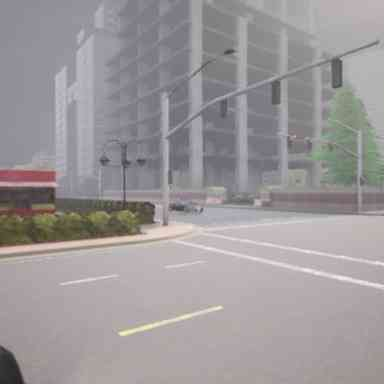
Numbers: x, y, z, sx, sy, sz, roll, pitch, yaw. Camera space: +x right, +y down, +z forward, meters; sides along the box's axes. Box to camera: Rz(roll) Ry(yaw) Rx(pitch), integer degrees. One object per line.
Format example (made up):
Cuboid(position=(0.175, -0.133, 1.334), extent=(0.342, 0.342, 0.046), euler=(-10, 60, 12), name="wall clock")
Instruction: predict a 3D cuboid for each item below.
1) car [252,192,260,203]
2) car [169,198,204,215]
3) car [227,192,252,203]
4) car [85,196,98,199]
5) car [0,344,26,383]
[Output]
Cuboid(position=(9.893, 0.879, 56.888), extent=(1.905, 1.878, 3.866), euler=(0, 0, -36), name="car")
Cuboid(position=(-0.808, 1.333, 32.247), extent=(2.128, 1.511, 4.902), euler=(0, 0, -36), name="car")
Cuboid(position=(7.501, 0.896, 55.177), extent=(1.905, 1.878, 3.866), euler=(0, 0, -36), name="car")
Cuboid(position=(-16.093, 1.392, 53.416), extent=(2.033, 1.411, 5.357), euler=(0, 0, -35), name="car")
Cuboid(position=(-3.018, 1.573, 1.637), extent=(4.181, 1.385, 1.994), euler=(0, 0, -35), name="car")
